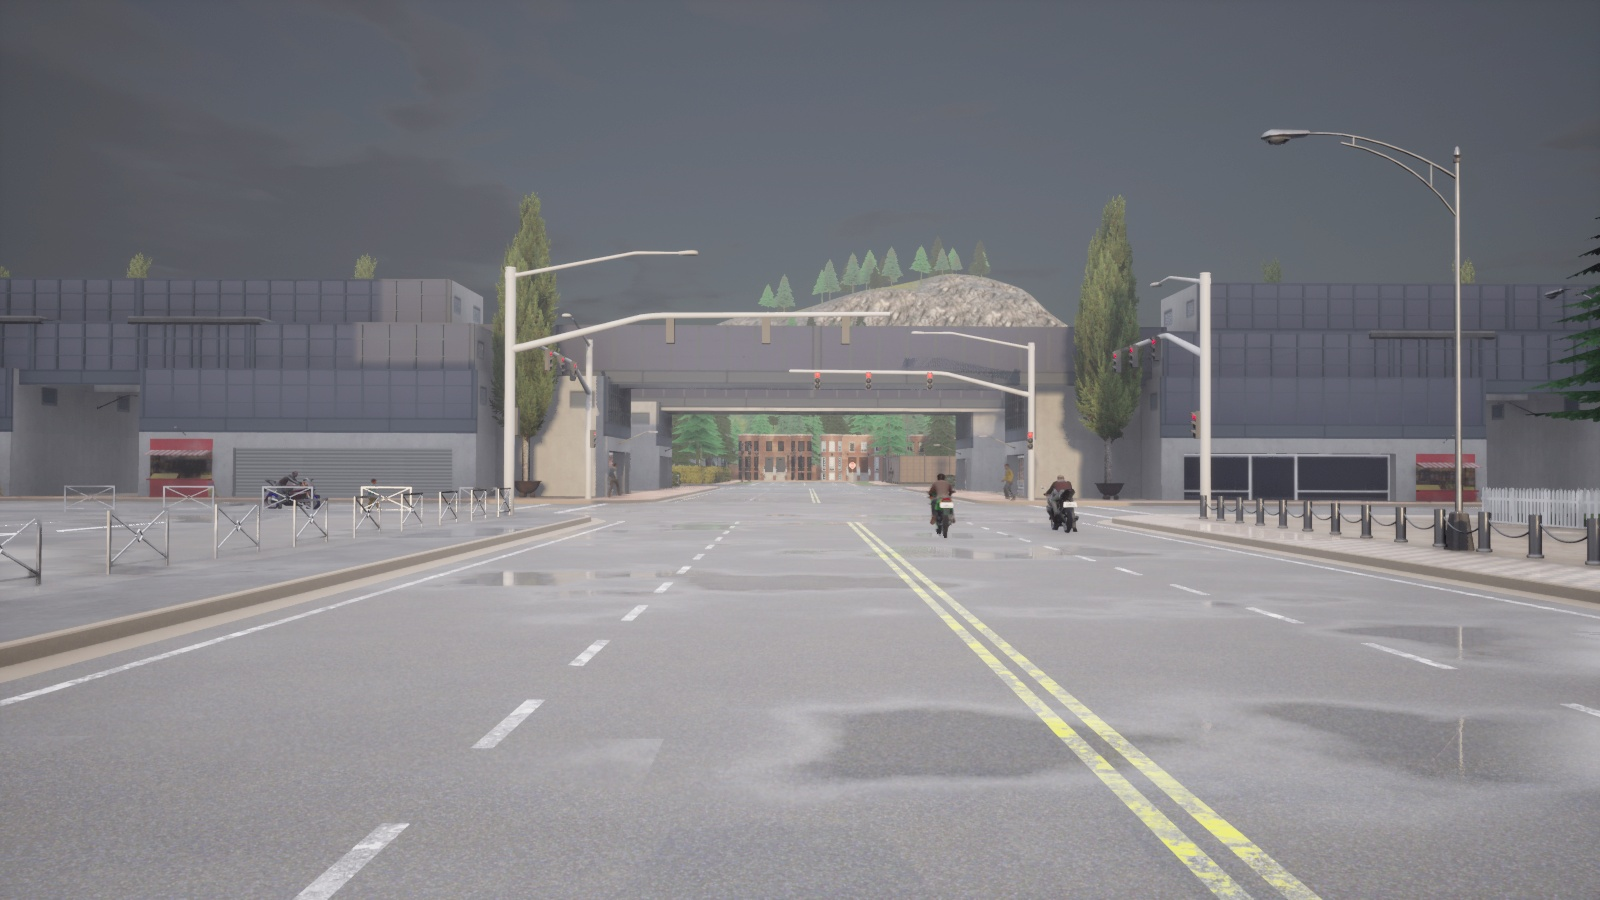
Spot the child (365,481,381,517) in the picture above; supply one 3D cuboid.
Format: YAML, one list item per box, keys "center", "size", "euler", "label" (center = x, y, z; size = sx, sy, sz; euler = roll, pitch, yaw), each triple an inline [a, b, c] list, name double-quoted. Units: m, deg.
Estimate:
- center: [-13.908, 1.594, 40.919]
  size: [0.448, 1.192, 0.343]
  euler: [0, -1, -11]
  label: "child"

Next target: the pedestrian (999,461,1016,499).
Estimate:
- center: [10.003, 1.447, 60.519]
  size: [0.709, 1.840, 0.431]
  euler: [0, -1, 0]
  label: "pedestrian"

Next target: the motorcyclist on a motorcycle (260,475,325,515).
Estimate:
- center: [-19.648, 1.743, 48.641]
  size: [2.191, 1.530, 0.866]
  euler: [0, -1, 1]
  label: "motorcyclist on a motorcycle"

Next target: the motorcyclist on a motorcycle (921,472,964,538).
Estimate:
- center: [3.401, 1.289, 30.152]
  size: [0.797, 1.523, 2.044]
  euler: [0, -1, 0]
  label: "motorcyclist on a motorcycle"

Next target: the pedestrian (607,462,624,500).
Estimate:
- center: [-9.515, 1.596, 64.779]
  size: [0.423, 1.949, 0.788]
  euler: [-1, -1, 34]
  label: "pedestrian"

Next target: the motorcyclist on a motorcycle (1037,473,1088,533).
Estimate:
- center: [6.892, 1.376, 33.068]
  size: [0.866, 1.530, 2.191]
  euler: [0, -1, 0]
  label: "motorcyclist on a motorcycle"
